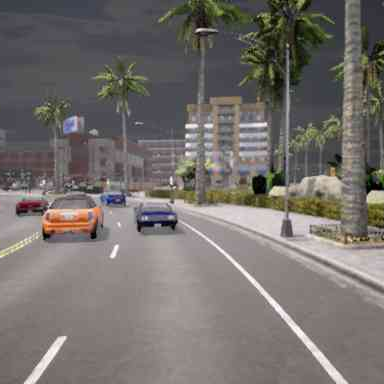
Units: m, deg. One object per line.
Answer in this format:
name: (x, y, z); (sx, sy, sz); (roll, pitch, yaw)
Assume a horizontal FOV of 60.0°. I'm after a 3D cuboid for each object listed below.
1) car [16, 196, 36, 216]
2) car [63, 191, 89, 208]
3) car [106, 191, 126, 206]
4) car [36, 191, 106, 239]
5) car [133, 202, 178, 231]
car: (-11.704, 0.968, 24.475); (1.895, 1.301, 4.718); (-1, 2, -21)
car: (-11.619, 0.644, 33.168); (1.837, 1.490, 4.892); (0, 1, -27)
car: (-8.241, 0.586, 34.247); (1.882, 1.535, 5.008); (-1, 1, -26)
car: (-5.227, 0.959, 15.069); (2.097, 1.767, 4.553); (0, 2, -11)
car: (-2.035, 1.151, 17.123); (1.895, 1.301, 4.718); (0, 2, -13)
